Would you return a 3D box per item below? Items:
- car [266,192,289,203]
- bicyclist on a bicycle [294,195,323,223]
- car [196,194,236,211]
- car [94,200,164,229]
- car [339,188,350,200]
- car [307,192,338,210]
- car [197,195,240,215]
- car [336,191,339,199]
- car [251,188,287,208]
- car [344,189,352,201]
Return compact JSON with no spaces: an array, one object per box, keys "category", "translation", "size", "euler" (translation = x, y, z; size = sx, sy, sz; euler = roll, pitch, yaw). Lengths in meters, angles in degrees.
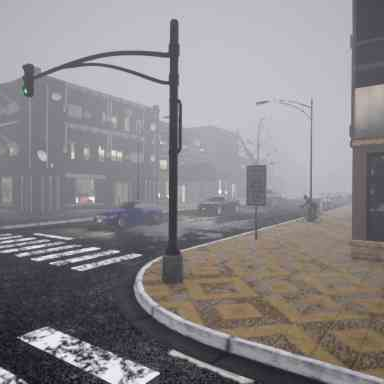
[{"category":"car","translation":[12.170,0.767,47.203],"size":[1.802,1.307,4.206],"euler":[2,2,35]},{"category":"bicyclist on a bicycle","translation":[6.830,1.003,19.562],"size":[1.656,1.620,0.582],"euler":[0,1,35]},{"category":"car","translation":[2.450,1.011,33.340],"size":[2.008,1.369,4.403],"euler":[2,2,35]},{"category":"car","translation":[-3.600,1.248,19.843],"size":[1.812,1.442,4.674],"euler":[1,1,37]},{"category":"car","translation":[24.284,0.572,54.508],"size":[2.033,1.411,5.357],"euler":[1,1,36]},{"category":"car","translation":[12.711,0.993,33.029],"size":[2.008,1.369,4.403],"euler":[2,2,35]},{"category":"car","translation":[2.350,1.028,28.437],"size":[1.882,1.535,5.008],"euler":[1,1,35]},{"category":"car","translation":[18.598,0.788,46.274],"size":[1.895,1.301,4.718],"euler":[1,1,35]},{"category":"car","translation":[8.369,0.599,37.105],"size":[2.150,2.045,5.566],"euler":[1,1,35]},{"category":"car","translation":[25.481,0.619,51.641],"size":[1.887,1.381,4.507],"euler":[2,2,35]}]
